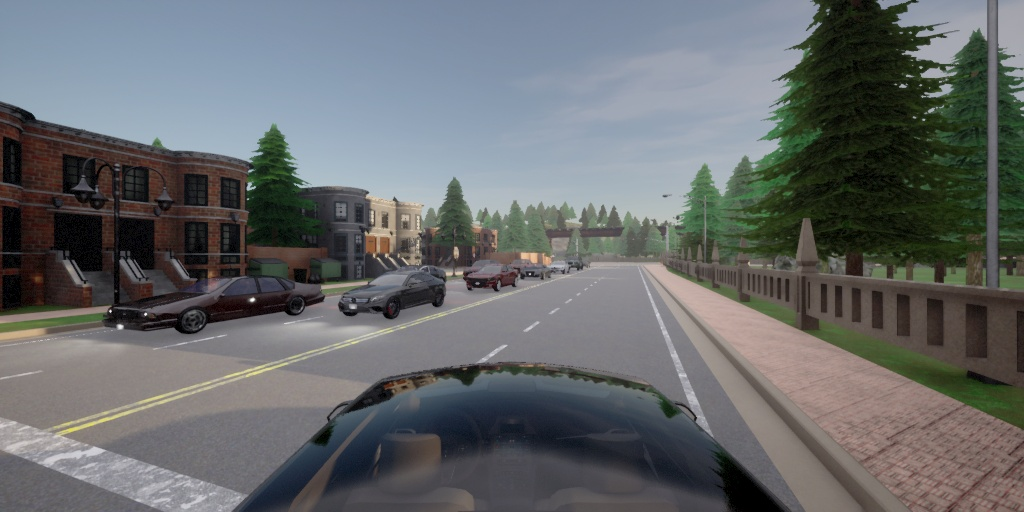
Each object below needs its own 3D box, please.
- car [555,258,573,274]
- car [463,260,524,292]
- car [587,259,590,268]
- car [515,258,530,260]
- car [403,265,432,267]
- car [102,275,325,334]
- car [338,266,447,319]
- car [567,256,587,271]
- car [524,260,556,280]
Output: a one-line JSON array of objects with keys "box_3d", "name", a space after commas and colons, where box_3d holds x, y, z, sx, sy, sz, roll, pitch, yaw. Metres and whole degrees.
[{"box_3d": [5.382, 1.276, 40.966, 1.812, 1.442, 4.674, 0, 0, 19], "name": "car"}, {"box_3d": [-1.081, 1.228, 21.932, 1.882, 1.535, 5.008, 0, 0, 19], "name": "car"}, {"box_3d": [12.215, 1.255, 61.012, 1.837, 1.490, 4.892, 0, 0, 19], "name": "car"}, {"box_3d": [0.949, 1.102, 38.802, 2.097, 1.767, 4.553, 0, 0, 19], "name": "car"}, {"box_3d": [-5.430, 1.241, 20.028, 2.128, 1.511, 4.902, 0, 0, 18], "name": "car"}, {"box_3d": [-8.475, 1.297, 11.052, 2.033, 1.411, 5.357, 0, 0, 19], "name": "car"}, {"box_3d": [-4.081, 1.276, 13.099, 1.812, 1.442, 4.674, 0, 0, 19], "name": "car"}, {"box_3d": [8.742, 0.971, 50.841, 2.150, 2.045, 5.566, 0, 0, 19], "name": "car"}, {"box_3d": [2.147, 1.314, 31.414, 1.994, 1.385, 4.181, 0, 0, 20], "name": "car"}]
